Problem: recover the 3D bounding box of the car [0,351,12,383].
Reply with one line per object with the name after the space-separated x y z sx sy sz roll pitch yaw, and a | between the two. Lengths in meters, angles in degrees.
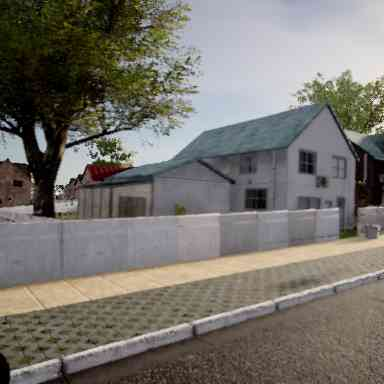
-3.147 1.496 0.826 4.892 1.490 1.837 0 0 -35 | car
